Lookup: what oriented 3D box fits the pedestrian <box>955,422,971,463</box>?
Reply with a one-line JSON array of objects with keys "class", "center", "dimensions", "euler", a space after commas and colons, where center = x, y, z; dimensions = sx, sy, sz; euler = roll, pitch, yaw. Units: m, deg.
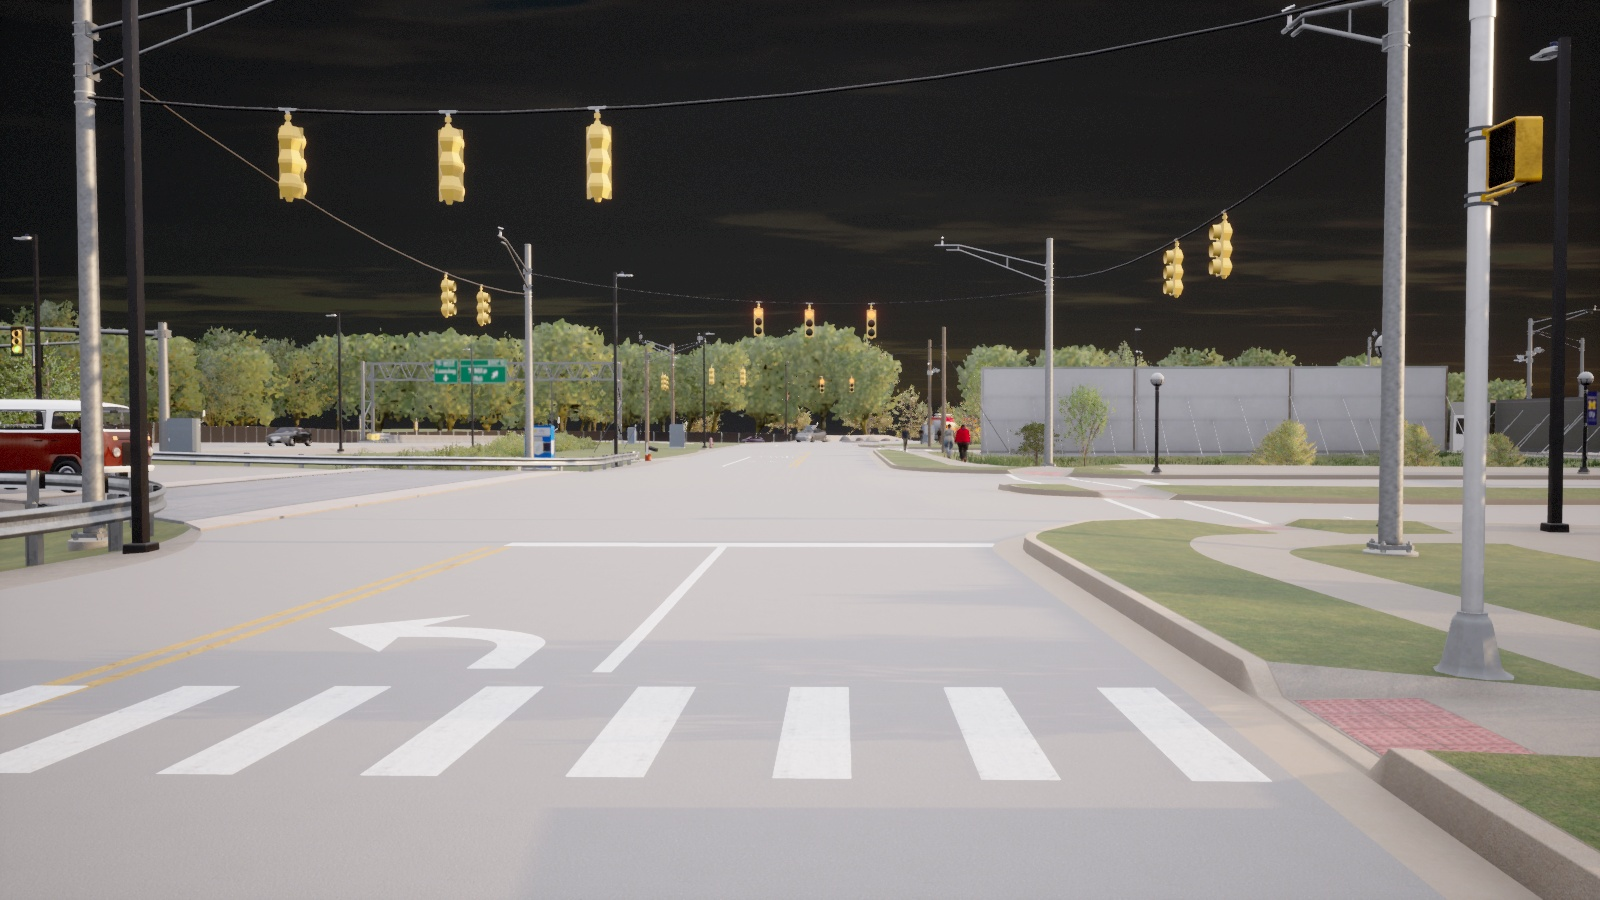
[{"class": "pedestrian", "center": [7.511, -0.364, 57.884], "dimensions": [0.634, 1.844, 0.899], "euler": [0, 2, 2]}]

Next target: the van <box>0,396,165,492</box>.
[{"class": "van", "center": [-16.841, -0.136, 27.853], "dimensions": [4.480, 2.038, 2.069], "euler": [0, 1, 5]}]

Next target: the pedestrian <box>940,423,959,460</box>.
[{"class": "pedestrian", "center": [7.607, -0.452, 64.072], "dimensions": [0.874, 1.855, 0.900], "euler": [0, 2, 1]}]
